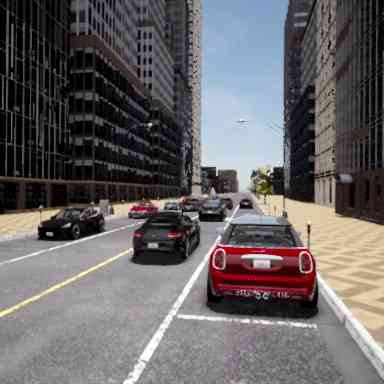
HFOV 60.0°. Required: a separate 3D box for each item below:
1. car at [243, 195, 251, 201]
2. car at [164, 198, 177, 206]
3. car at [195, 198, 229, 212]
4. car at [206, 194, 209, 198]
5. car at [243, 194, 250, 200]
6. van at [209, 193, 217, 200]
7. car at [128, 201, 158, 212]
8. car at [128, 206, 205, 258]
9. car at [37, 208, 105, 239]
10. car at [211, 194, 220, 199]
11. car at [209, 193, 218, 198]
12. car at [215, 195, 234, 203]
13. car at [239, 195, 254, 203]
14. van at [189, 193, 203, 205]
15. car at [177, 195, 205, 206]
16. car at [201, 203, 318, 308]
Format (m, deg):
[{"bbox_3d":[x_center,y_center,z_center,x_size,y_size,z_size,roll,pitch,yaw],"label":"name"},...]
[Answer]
[{"bbox_3d":[12.686,1.370,77.104,1.802,1.307,4.206,1,0,9],"label":"car"},{"bbox_3d":[-2.128,1.399,39.193,2.008,1.369,4.403,1,0,9],"label":"car"},{"bbox_3d":[1.721,1.481,27.169,1.994,1.385,4.181,0,0,10],"label":"car"},{"bbox_3d":[1.615,1.366,61.652,1.802,1.307,4.206,1,0,9],"label":"car"},{"bbox_3d":[13.650,1.295,82.886,1.752,1.417,4.829,1,0,9],"label":"car"},{"bbox_3d":[5.360,1.054,84.110,1.690,1.788,3.998,1,0,9],"label":"van"},{"bbox_3d":[-4.000,1.460,27.962,1.802,1.307,4.206,1,0,9],"label":"car"},{"bbox_3d":[-0.812,1.479,12.491,1.812,1.442,4.674,0,0,9],"label":"car"},{"bbox_3d":[-5.872,1.472,16.734,1.947,1.339,4.313,1,0,9],"label":"car"},{"bbox_3d":[6.294,1.260,89.726,1.947,1.339,4.313,1,0,9],"label":"car"},{"bbox_3d":[4.423,1.171,78.495,1.967,1.590,4.097,1,0,9],"label":"car"},{"bbox_3d":[4.313,1.401,42.705,1.812,1.442,4.674,0,0,10],"label":"car"},{"bbox_3d":[7.072,1.456,43.417,1.947,1.339,4.313,1,0,9],"label":"car"},{"bbox_3d":[0.681,1.141,56.036,1.690,1.788,3.998,1,0,9],"label":"van"},{"bbox_3d":[0.044,1.377,36.409,1.837,1.490,4.892,0,0,10],"label":"car"},{"bbox_3d":[1.630,1.336,8.203,2.097,1.767,4.553,0,0,9],"label":"car"}]
